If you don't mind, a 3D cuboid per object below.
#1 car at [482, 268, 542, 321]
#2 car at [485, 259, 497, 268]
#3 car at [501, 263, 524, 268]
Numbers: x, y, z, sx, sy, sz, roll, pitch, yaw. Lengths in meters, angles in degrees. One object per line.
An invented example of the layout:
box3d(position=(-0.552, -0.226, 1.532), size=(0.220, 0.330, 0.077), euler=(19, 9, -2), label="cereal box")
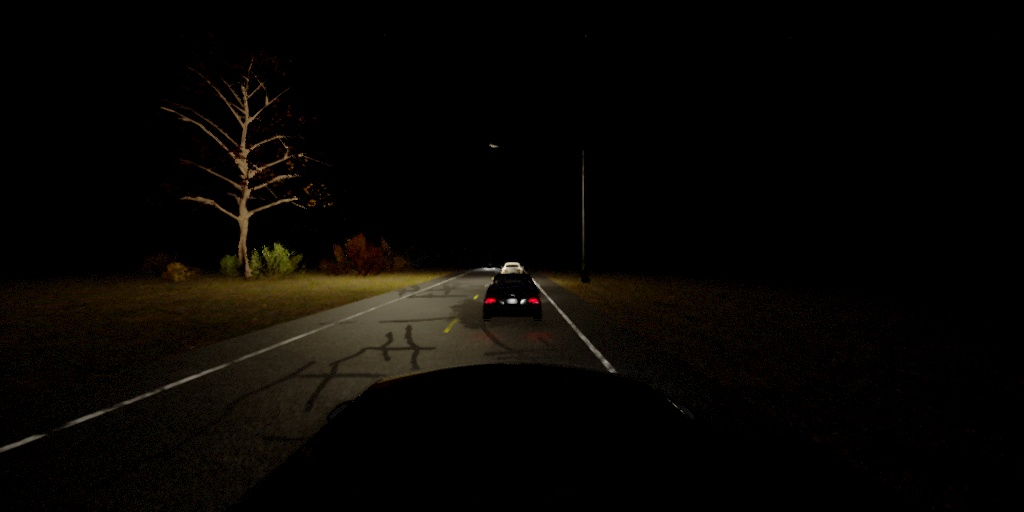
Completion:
box3d(position=(0.026, 1.301, 12.465), size=(2.033, 1.411, 5.357), euler=(0, 0, 1), label="car")
box3d(position=(-3.545, 1.267, 61.109), size=(2.128, 1.511, 4.902), euler=(0, 0, 1), label="car")
box3d(position=(0.046, 1.285, 30.321), size=(1.812, 1.442, 4.674), euler=(0, 0, 0), label="car")
